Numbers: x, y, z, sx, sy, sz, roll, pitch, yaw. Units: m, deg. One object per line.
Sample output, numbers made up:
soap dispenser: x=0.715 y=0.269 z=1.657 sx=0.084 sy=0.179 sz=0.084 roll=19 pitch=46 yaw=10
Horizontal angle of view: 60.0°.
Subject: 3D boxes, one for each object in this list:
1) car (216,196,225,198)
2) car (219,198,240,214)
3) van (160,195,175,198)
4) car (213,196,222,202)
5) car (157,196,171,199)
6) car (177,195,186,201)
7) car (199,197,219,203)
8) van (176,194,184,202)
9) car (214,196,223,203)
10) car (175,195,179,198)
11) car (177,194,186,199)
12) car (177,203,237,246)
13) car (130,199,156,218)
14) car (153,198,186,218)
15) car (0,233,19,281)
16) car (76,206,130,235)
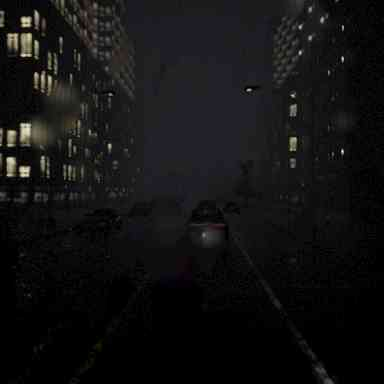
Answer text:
car: x=4.996 y=1.477 z=57.910 sx=1.967 sy=1.590 sz=4.097 roll=1 pitch=0 yaw=2
car: x=4.075 y=1.600 z=35.162 sx=1.947 sy=1.339 sz=4.313 roll=1 pitch=0 yaw=2
van: x=-3.836 y=1.321 z=46.889 sx=1.690 sy=1.788 sz=3.998 roll=1 pitch=0 yaw=2
car: x=5.691 y=1.560 z=75.143 sx=1.752 sy=1.417 sz=4.829 roll=1 pitch=0 yaw=2
car: x=-4.068 y=1.524 z=41.201 sx=1.887 sy=1.381 sz=4.507 roll=1 pitch=0 yaw=2
car: x=-2.460 y=1.542 z=81.014 sx=1.947 sy=1.339 sz=4.313 roll=1 pitch=0 yaw=2
car: x=1.382 y=1.521 z=32.748 sx=1.837 sy=1.490 sz=4.892 roll=0 pitch=0 yaw=2
van: x=-2.687 y=1.319 z=75.326 sx=1.690 sy=1.788 sz=3.998 roll=1 pitch=0 yaw=2
car: x=5.453 y=1.618 z=69.286 sx=1.802 sy=1.307 sz=4.206 roll=1 pitch=0 yaw=2
car: x=-3.609 y=1.562 z=52.576 sx=1.802 sy=1.307 sz=4.206 roll=1 pitch=0 yaw=2
car: x=-2.918 y=1.419 z=69.638 sx=1.967 sy=1.590 sz=4.097 roll=1 pitch=0 yaw=2
car: x=0.676 y=1.501 z=15.273 sx=2.128 sy=1.511 sz=4.902 roll=0 pitch=0 yaw=2
car: x=-4.528 y=1.527 z=29.826 sx=2.008 sy=1.369 sz=4.403 roll=1 pitch=0 yaw=2
car: x=-1.923 y=1.558 z=29.710 sx=1.994 sy=1.385 sz=4.181 roll=0 pitch=0 yaw=3
car: x=-5.448 y=1.532 z=7.076 sx=1.947 sy=1.339 sz=4.313 roll=1 pitch=0 yaw=2
car: x=-4.988 y=1.554 z=18.449 sx=1.802 sy=1.307 sz=4.206 roll=1 pitch=0 yaw=2
